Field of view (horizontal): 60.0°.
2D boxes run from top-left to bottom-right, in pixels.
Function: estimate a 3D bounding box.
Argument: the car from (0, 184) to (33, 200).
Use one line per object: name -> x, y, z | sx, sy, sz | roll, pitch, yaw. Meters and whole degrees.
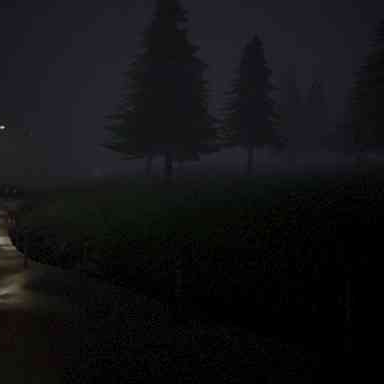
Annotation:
car -> -19.379, -0.097, 36.826 | 2.097, 1.767, 4.553 | 3, 2, -3
